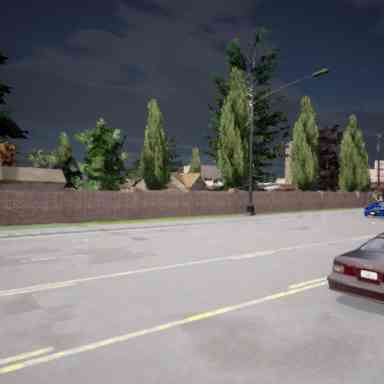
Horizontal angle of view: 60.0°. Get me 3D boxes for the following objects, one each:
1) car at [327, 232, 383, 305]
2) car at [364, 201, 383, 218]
[{"bbox_3d":[5.254,1.550,7.489,5.357,1.411,2.033,0,0,-35],"label":"car"},{"bbox_3d":[16.988,1.482,29.148,5.008,1.535,1.882,0,0,-37],"label":"car"}]
